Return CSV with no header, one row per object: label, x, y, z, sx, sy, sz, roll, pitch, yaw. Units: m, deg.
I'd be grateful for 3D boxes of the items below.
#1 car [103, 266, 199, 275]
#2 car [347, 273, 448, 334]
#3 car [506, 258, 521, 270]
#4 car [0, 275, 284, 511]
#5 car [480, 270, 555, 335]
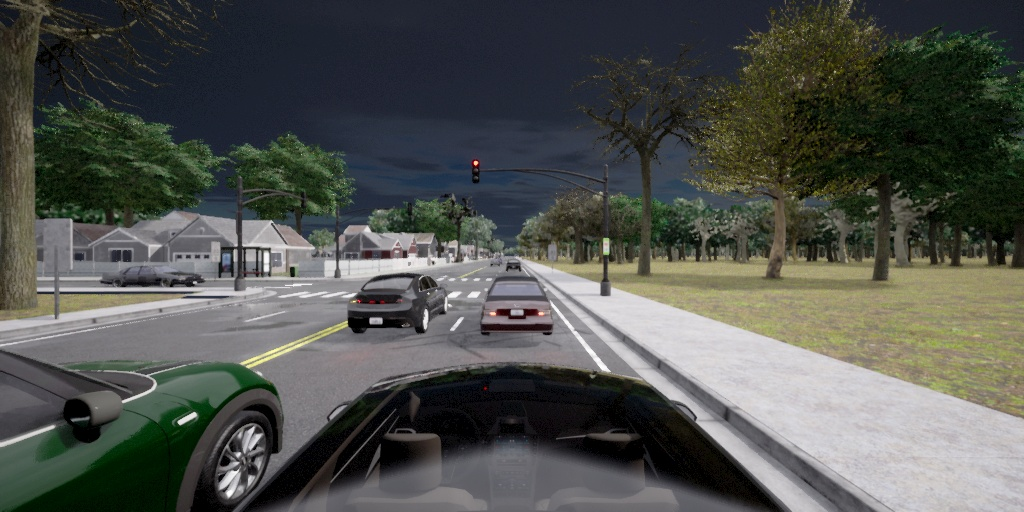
car,-22.911,1.323,22.924,5.357,1.411,2.033,0,0,0
car,-3.138,1.252,10.682,1.837,1.490,4.892,0,0,0
car,0.203,1.207,48.549,1.882,1.535,5.008,0,0,0
car,-3.150,1.102,1.435,2.097,1.767,4.553,0,0,0
car,0.118,1.295,10.429,2.033,1.411,5.357,0,0,0
